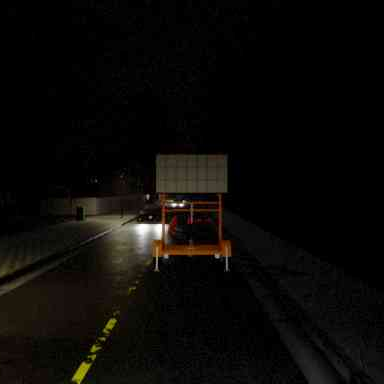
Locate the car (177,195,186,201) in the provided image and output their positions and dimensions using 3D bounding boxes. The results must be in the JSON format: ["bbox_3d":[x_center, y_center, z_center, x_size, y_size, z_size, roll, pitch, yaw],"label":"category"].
[{"bbox_3d":[-2.798,1.555,90.798,2.128,1.511,4.902,0,0,0],"label":"car"}]

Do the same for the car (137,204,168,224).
[{"bbox_3d":[-2.863,1.567,24.965,1.994,1.385,4.181,0,0,0],"label":"car"}]

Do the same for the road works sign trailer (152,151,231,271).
[{"bbox_3d":[-0.005,0.464,10.853,2.380,3.560,2.880,0,0,0],"label":"road works sign trailer"}]

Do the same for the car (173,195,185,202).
[{"bbox_3d":[-2.799,1.632,66.491,1.895,1.301,4.718,0,0,0],"label":"car"}]
